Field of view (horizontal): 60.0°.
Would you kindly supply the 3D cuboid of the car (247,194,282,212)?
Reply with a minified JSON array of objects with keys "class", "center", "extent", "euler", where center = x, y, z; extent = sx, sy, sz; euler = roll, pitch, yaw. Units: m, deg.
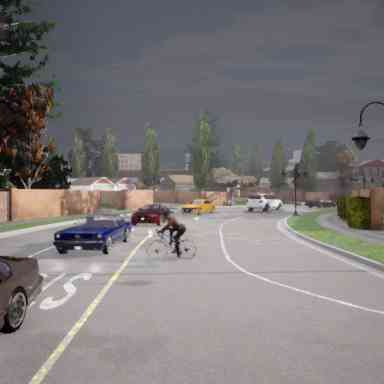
[{"class":"car","center":[8.484,1.206,38.671],"extent":[2.150,2.045,5.566],"euler":[0,0,40]}]

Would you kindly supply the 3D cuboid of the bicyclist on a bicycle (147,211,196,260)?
[{"class":"bicyclist on a bicycle","center":[-0.681,1.455,10.996],"extent":[1.656,1.620,0.582],"euler":[-1,0,-2]}]

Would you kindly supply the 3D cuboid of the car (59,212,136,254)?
[{"class":"car","center":[-3.826,1.603,13.588],"extent":[1.895,1.301,4.718],"euler":[0,0,2]}]

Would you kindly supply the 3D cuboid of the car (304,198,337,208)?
[{"class":"car","center":[18.395,1.547,47.124],"extent":[5.357,1.411,2.033],"euler":[0,0,-28]}]

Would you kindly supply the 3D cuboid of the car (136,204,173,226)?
[{"class":"car","center":[-2.746,1.569,23.537],"extent":[1.994,1.385,4.181],"euler":[0,0,14]}]

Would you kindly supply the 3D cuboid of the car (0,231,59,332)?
[{"class":"car","center":[-3.681,1.548,4.053],"extent":[2.033,1.411,5.357],"euler":[0,0,-2]}]

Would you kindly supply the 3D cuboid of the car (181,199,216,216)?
[{"class":"car","center":[0.721,1.482,33.394],"extent":[1.882,1.535,5.008],"euler":[0,0,28]}]
